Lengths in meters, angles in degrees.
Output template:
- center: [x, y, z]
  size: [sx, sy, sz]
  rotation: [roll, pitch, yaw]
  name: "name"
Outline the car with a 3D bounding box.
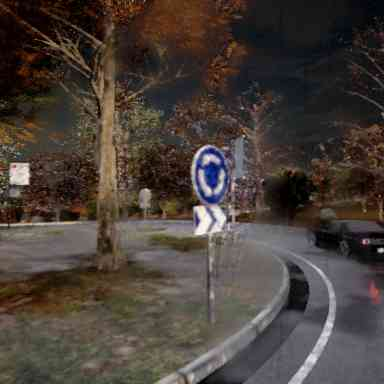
- center: [6.627, 1.844, 14.140]
  size: [1.895, 1.301, 4.718]
  rotation: [-1, -1, -4]
  name: "car"
